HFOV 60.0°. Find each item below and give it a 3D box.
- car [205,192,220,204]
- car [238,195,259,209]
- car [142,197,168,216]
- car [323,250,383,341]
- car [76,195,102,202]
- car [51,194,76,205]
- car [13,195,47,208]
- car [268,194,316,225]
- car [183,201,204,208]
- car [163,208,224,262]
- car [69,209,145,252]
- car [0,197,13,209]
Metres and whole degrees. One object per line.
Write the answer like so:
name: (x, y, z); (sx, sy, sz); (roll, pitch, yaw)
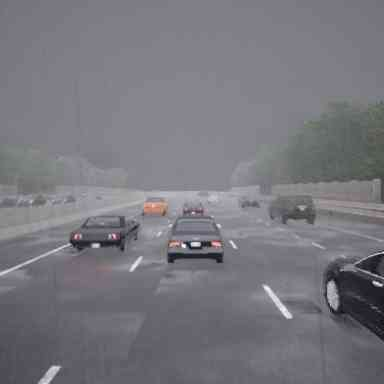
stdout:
car: (3.517, 1.222, 54.843); (1.812, 1.442, 4.674); (0, 1, 0)
car: (7.109, 1.170, 42.071); (2.097, 1.767, 4.553); (0, 0, 0)
car: (-3.391, 1.252, 31.335); (2.097, 1.767, 4.553); (0, 0, 0)
car: (3.501, 1.512, 4.665); (1.837, 1.490, 4.892); (0, 0, 0)
car: (-14.067, 1.254, 46.631); (1.882, 1.535, 5.008); (0, 1, 0)
car: (-17.558, 1.136, 45.787); (2.097, 1.767, 4.553); (0, 1, 0)
car: (-21.062, 1.153, 43.954); (2.097, 1.767, 4.553); (0, 1, 0)
car: (7.088, 1.173, 24.003); (2.150, 2.045, 5.566); (0, 1, 0)
car: (0.109, 1.503, 31.042); (1.895, 1.301, 4.718); (0, 0, 0)
car: (0.103, 1.548, 12.087); (2.033, 1.411, 5.357); (0, 0, 0)
car: (-3.396, 1.596, 13.954); (1.895, 1.301, 4.718); (0, 0, 0)
car: (-24.563, 1.376, 42.761); (1.994, 1.385, 4.181); (0, 0, 0)
